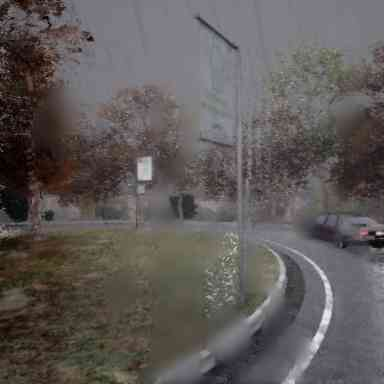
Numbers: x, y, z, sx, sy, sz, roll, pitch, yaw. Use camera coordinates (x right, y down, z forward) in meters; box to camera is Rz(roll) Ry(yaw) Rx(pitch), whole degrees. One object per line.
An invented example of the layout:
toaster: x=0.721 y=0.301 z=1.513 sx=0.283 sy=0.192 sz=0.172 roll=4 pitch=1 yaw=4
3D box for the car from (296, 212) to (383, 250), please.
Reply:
car: x=6.535 y=1.583 z=14.676 sx=2.033 sy=1.411 sz=5.357 roll=-1 pitch=0 yaw=-8
